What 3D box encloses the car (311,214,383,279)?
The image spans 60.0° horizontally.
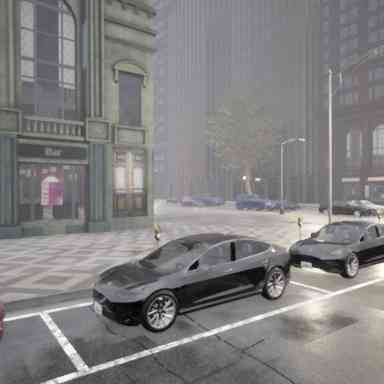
[{"bbox_3d":[4.799,1.565,10.068,4.313,1.339,1.947,0,0,-35],"label":"car"}]

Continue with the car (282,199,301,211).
[{"bbox_3d":[11.066,1.628,42.119,2.033,1.411,5.357,0,0,-35],"label":"car"}]

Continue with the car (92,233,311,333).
[{"bbox_3d":[0.209,1.565,6.796,4.313,1.339,1.947,0,0,-35],"label":"car"}]

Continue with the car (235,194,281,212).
[{"bbox_3d":[7.789,1.323,41.106,2.150,2.045,5.566,0,0,-36],"label":"car"}]

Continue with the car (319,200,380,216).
[{"bbox_3d":[14.579,1.545,31.615,1.882,1.535,5.008,0,0,-37],"label":"car"}]

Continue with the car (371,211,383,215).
[{"bbox_3d":[9.389,1.550,13.339,4.403,1.369,2.008,0,0,-35],"label":"car"}]

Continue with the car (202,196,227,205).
[{"bbox_3d":[4.186,1.586,63.109,1.882,1.535,5.008,0,0,-35],"label":"car"}]

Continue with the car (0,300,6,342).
[{"bbox_3d":[-4.381,1.582,3.525,4.206,1.307,1.802,0,0,-35],"label":"car"}]

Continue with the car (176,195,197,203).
[{"bbox_3d":[-1.179,1.464,70.554,1.882,1.535,5.008,0,0,-36],"label":"car"}]

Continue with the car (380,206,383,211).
[{"bbox_3d":[17.223,1.577,33.510,1.812,1.442,4.674,0,0,-33],"label":"car"}]

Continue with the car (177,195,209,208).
[{"bbox_3d":[0.090,1.663,51.904,1.812,1.442,4.674,0,0,-35],"label":"car"}]

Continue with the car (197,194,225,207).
[{"bbox_3d":[2.678,1.337,53.866,2.150,2.045,5.566,0,1,-35],"label":"car"}]

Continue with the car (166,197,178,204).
[{"bbox_3d":[-3.578,1.677,68.324,1.812,1.442,4.674,0,0,-36],"label":"car"}]
